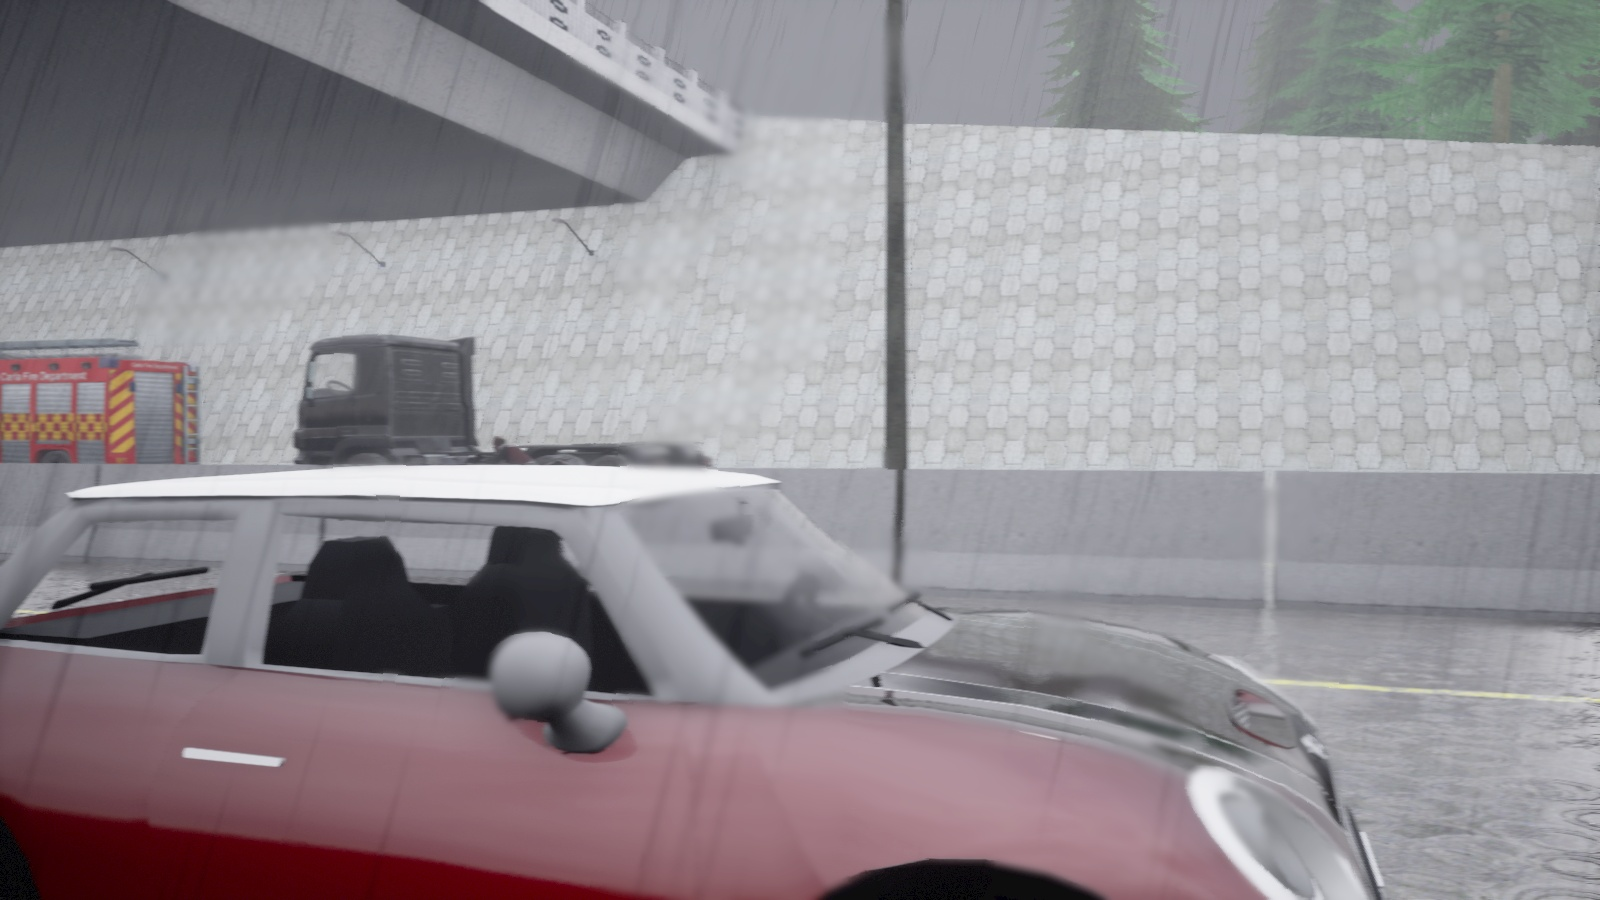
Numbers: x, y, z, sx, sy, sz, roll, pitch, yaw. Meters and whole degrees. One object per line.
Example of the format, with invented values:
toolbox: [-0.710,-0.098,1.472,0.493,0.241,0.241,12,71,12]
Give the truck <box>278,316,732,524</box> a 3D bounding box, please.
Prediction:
truck: [-5.495,-0.552,23.490,7.936,3.462,2.891,1,1,19]

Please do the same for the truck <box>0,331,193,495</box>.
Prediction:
truck: [-19.994,-0.926,32.058,8.468,3.827,2.891,1,1,19]

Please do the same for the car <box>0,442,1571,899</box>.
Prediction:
car: [-0.402,0.737,3.328,3.806,1.475,1.970,1,1,19]

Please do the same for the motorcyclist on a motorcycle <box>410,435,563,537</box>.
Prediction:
motorcyclist on a motorcycle: [-4.893,0.529,19.610,2.191,1.530,0.866,0,1,19]
